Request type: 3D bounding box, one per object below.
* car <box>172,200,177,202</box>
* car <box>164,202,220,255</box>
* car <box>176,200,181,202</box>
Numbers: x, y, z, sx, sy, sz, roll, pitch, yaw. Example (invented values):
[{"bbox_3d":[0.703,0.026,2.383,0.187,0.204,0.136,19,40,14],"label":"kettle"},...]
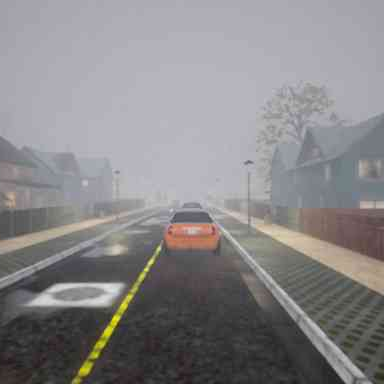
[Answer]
[{"bbox_3d":[-2.771,2.184,59.266,1.882,1.535,5.008,0,-1,0],"label":"car"},{"bbox_3d":[-0.002,1.482,14.067,2.097,1.767,4.553,0,-1,0],"label":"car"},{"bbox_3d":[-0.005,1.634,29.073,2.097,1.767,4.553,0,-1,0],"label":"car"}]
